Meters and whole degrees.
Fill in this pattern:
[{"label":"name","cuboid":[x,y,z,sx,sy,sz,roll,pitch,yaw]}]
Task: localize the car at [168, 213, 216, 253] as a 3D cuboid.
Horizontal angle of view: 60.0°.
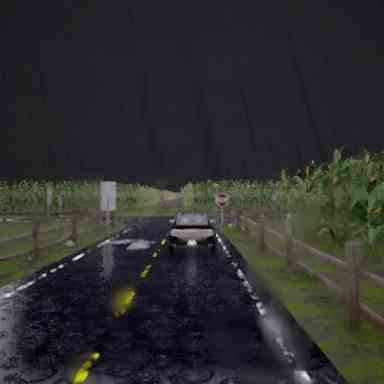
[{"label":"car","cuboid":[0.009,1.627,14.295,2.128,1.511,4.902,0,0,0]}]
